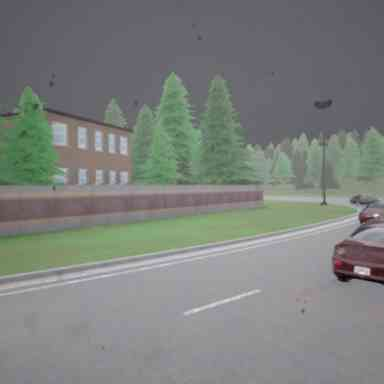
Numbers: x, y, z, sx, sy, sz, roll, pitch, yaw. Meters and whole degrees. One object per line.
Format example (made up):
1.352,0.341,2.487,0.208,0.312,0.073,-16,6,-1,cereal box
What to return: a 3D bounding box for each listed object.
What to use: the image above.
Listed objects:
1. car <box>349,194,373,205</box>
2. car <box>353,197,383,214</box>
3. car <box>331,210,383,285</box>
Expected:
20.014,0.874,39.007,1.994,1.385,4.181,-1,0,6,car
11.274,1.198,19.508,1.994,1.385,4.181,-1,1,41,car
5.127,1.367,8.192,4.674,1.442,1.812,-1,1,-42,car
